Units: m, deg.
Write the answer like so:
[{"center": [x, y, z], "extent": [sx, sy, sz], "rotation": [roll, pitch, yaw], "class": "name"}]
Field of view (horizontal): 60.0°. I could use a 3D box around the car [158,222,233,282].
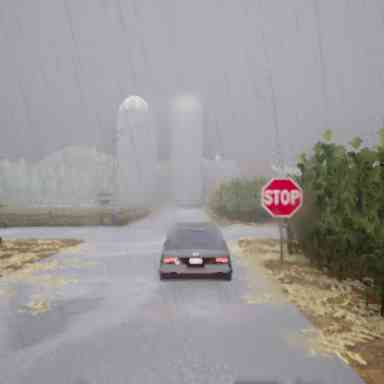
[{"center": [0.089, 1.613, 9.917], "extent": [2.033, 1.411, 5.357], "rotation": [0, -1, 0], "class": "car"}]
